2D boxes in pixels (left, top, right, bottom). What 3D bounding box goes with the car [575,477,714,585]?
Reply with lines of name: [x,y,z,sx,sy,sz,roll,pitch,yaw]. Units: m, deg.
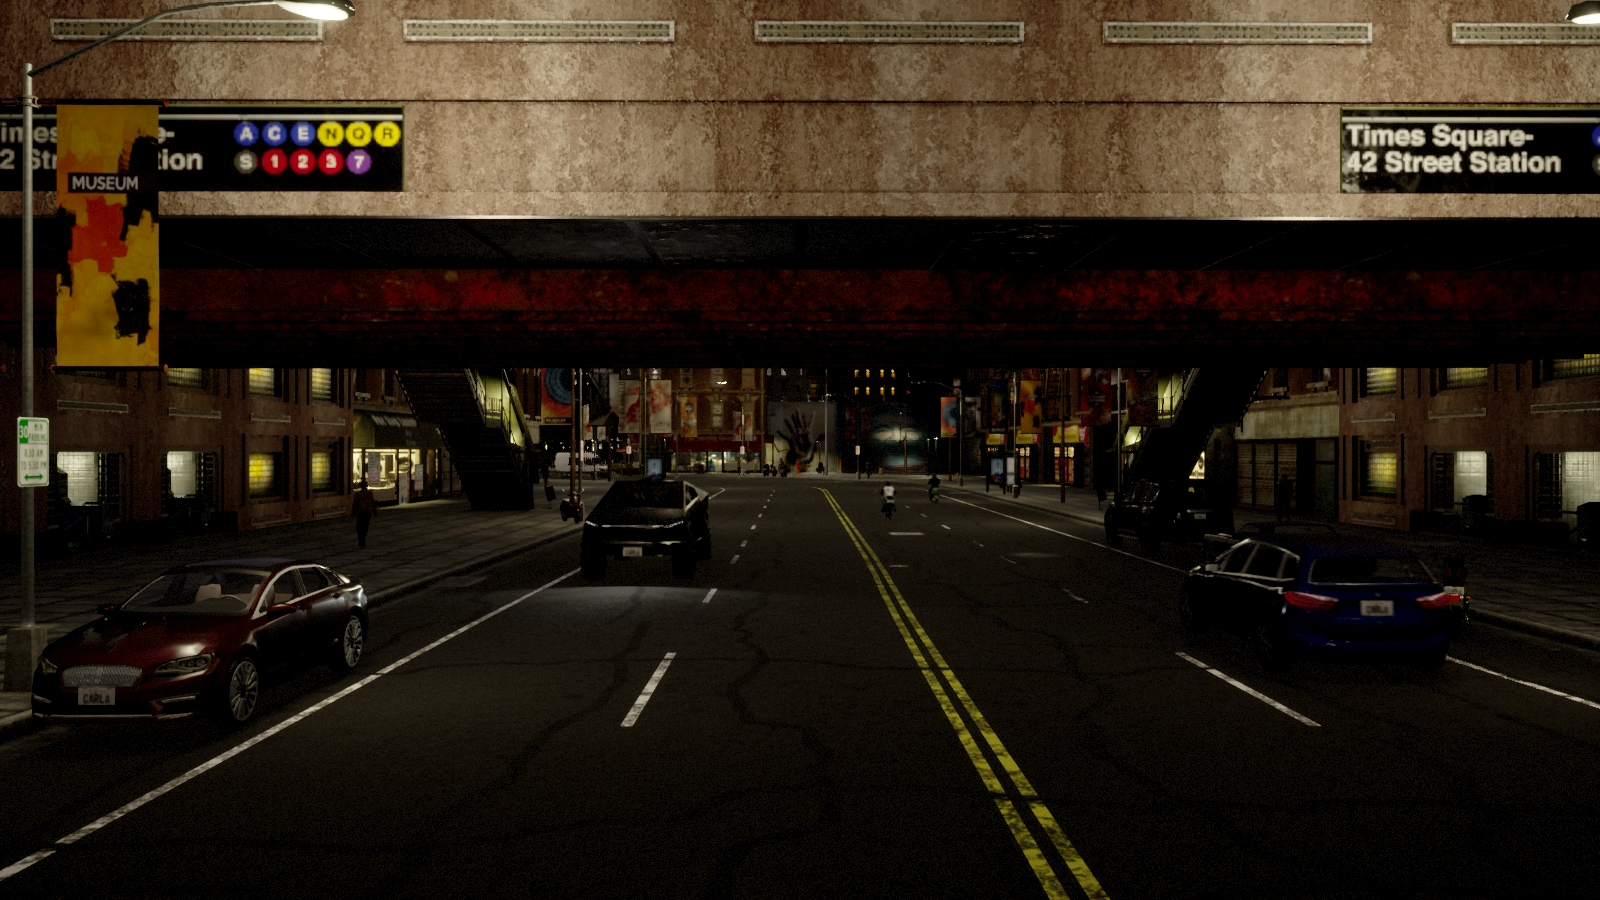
car: [-3.454,1.753,26.780,2.390,2.098,6.274,0,0,0]

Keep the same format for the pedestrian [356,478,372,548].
pedestrian: [-11.766,1.696,30.813,0.375,1.860,0.375,0,0,-27]

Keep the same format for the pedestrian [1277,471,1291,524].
pedestrian: [17.320,1.699,40.888,0.375,1.860,0.375,0,0,2]

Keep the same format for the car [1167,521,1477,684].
car: [6.998,1.968,16.002,2.242,1.667,4.611,0,0,0]
